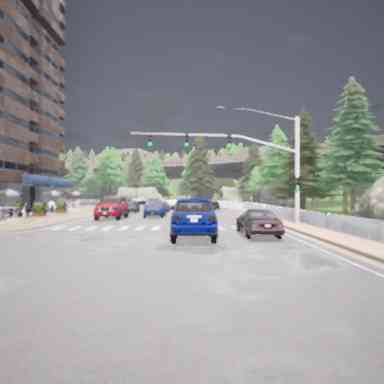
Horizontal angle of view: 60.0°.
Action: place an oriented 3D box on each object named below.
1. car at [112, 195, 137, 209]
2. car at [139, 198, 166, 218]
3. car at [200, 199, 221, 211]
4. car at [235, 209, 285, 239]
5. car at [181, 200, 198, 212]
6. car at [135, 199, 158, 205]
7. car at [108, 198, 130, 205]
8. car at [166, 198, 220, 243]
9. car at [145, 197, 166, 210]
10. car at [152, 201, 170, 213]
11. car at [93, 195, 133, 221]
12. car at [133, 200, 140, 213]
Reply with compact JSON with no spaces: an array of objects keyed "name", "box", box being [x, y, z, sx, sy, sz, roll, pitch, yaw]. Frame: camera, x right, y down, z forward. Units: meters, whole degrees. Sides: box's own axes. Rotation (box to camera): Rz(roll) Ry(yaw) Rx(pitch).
[{"name":"car","box":[-11.011,1.538,53.704,2.150,2.045,5.566,1,-1,-32]},{"name":"car","box":[-3.586,1.672,32.697,1.882,1.535,5.008,0,0,0]},{"name":"car","box":[2.522,1.781,47.451,1.882,1.535,5.008,1,0,-10]},{"name":"car","box":[3.587,1.664,18.237,2.033,1.411,5.357,0,0,0]},{"name":"car","box":[-0.364,1.798,43.593,1.812,1.442,4.674,0,0,-6]},{"name":"car","box":[-9.326,2.009,67.693,4.718,1.301,1.895,0,0,37]},{"name":"car","box":[-14.781,1.952,67.331,4.181,1.385,1.994,0,0,27]},{"name":"car","box":[0.090,1.323,16.921,2.150,2.045,5.566,0,0,0]},{"name":"car","box":[-5.558,1.657,50.362,2.097,1.767,4.553,0,0,-19]},{"name":"car","box":[-3.845,1.816,41.682,1.994,1.385,4.181,0,0,-2]},{"name":"car","box":[-7.085,1.389,29.788,2.150,2.045,5.566,0,0,0]},{"name":"car","box":[-7.264,1.722,39.529,2.128,1.511,4.902,0,0,-2]}]
